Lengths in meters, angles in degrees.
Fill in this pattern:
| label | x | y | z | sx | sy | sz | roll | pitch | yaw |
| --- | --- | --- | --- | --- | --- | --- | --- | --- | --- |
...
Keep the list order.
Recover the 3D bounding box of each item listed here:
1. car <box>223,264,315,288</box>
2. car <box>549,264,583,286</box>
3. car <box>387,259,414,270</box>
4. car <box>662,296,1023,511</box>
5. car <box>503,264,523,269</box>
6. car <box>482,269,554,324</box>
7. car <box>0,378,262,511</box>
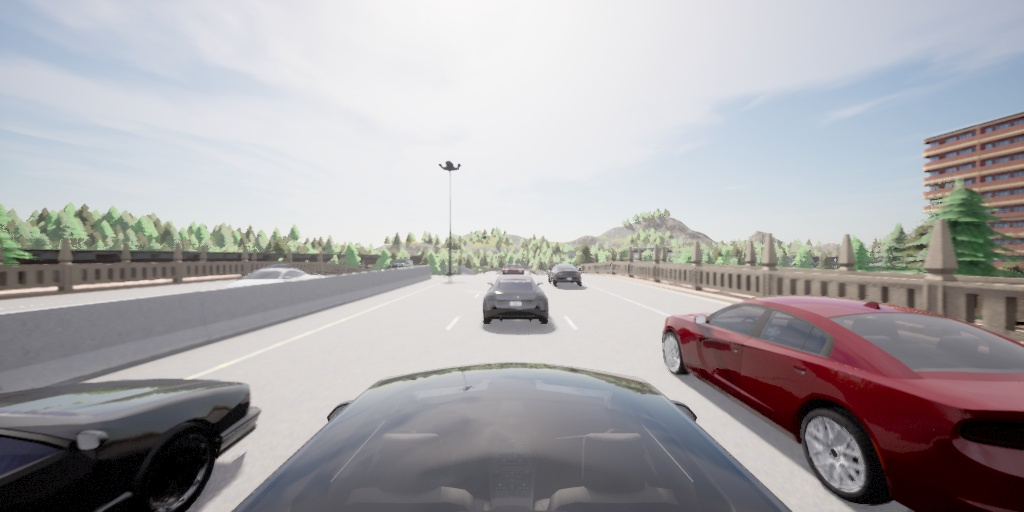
| label | x | y | z | sx | sy | sz | roll | pitch | yaw |
| --- | --- | --- | --- | --- | --- | --- | --- | --- | --- |
| car | -10.582 | 1.267 | 15.998 | 1.812 | 1.442 | 4.674 | 0 | 0 | 0 |
| car | 3.600 | 1.265 | 24.787 | 1.812 | 1.442 | 4.674 | 0 | 0 | 0 |
| car | -13.998 | 1.409 | 45.507 | 2.150 | 2.045 | 5.566 | 0 | -4 | 0 |
| car | 3.605 | 1.227 | 4.416 | 1.882 | 1.535 | 5.008 | 0 | 0 | 0 |
| car | 0.101 | 1.343 | 31.963 | 1.895 | 1.301 | 4.718 | 0 | 0 | 0 |
| car | 0.102 | 1.309 | 12.043 | 1.994 | 1.385 | 4.181 | 0 | 0 | 0 |
| car | -3.397 | 1.297 | 1.081 | 2.033 | 1.411 | 5.357 | 0 | 0 | -1 |
